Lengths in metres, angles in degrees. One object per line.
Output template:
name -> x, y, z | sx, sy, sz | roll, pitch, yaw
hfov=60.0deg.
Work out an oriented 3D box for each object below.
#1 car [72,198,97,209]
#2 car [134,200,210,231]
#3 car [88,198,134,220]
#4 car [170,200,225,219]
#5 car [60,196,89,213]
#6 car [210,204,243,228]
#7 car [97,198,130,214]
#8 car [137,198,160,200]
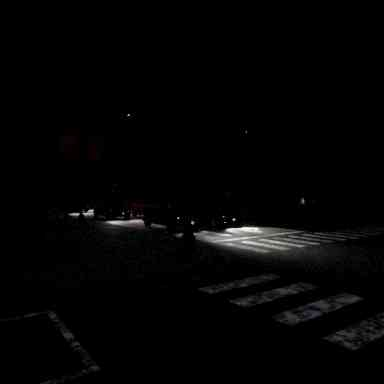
car -> -14.430, 1.534, 44.475 | 1.895, 1.301, 4.718 | 0, 0, -35
car -> -1.407, 1.469, 20.706 | 2.128, 1.511, 4.902 | 0, 0, -36
car -> -6.898, 1.468, 28.352 | 1.837, 1.490, 4.892 | 0, 0, -36
car -> 0.363, 1.507, 29.730 | 2.033, 1.411, 5.357 | 0, 0, -36
car -> -13.118, 1.495, 37.009 | 2.033, 1.411, 5.357 | 0, 0, -36
car -> 1.446, 1.538, 22.303 | 1.994, 1.385, 4.181 | 0, 0, -36
car -> -8.669, 1.473, 36.404 | 1.812, 1.442, 4.674 | 0, 0, -36
car -> -3.540, 1.313, 29.248 | 2.097, 1.767, 4.553 | 0, 0, -36
